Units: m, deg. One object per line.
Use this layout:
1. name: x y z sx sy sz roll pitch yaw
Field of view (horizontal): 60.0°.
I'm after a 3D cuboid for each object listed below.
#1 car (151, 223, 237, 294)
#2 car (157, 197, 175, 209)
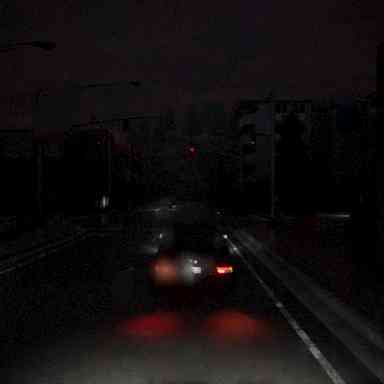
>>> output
1. car: 0.038 1.547 8.901 2.033 1.411 5.357 0 0 0
2. car: -3.712 1.526 46.013 1.812 1.442 4.674 0 0 0
